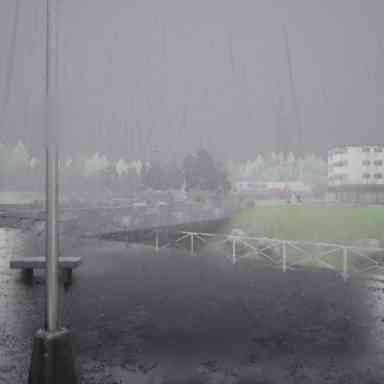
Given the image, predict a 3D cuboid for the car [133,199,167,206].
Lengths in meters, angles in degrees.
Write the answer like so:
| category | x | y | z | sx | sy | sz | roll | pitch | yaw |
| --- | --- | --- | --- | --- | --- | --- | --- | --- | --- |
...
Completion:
| category | x | y | z | sx | sy | sz | roll | pitch | yaw |
| --- | --- | --- | --- | --- | --- | --- | --- | --- | --- |
| car | -5.315 | 1.601 | 42.845 | 1.895 | 1.301 | 4.718 | 0 | 0 | 36 |
